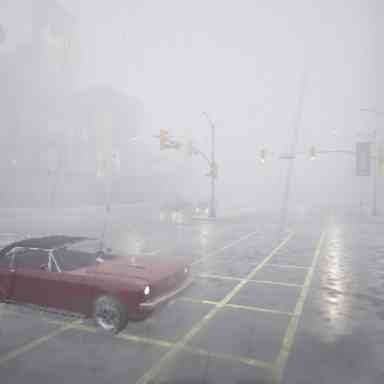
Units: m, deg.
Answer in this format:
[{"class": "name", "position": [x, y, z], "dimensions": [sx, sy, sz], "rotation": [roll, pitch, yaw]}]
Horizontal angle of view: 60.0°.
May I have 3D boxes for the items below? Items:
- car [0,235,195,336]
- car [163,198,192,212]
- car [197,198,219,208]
[{"class": "car", "position": [-2.379, 1.592, 6.592], "dimensions": [4.718, 1.301, 1.895], "rotation": [0, 0, 23]}, {"class": "car", "position": [-1.650, 1.477, 39.295], "dimensions": [1.882, 1.535, 5.008], "rotation": [0, 0, 25]}, {"class": "car", "position": [2.343, 1.600, 48.697], "dimensions": [1.895, 1.301, 4.718], "rotation": [0, 0, 23]}]
